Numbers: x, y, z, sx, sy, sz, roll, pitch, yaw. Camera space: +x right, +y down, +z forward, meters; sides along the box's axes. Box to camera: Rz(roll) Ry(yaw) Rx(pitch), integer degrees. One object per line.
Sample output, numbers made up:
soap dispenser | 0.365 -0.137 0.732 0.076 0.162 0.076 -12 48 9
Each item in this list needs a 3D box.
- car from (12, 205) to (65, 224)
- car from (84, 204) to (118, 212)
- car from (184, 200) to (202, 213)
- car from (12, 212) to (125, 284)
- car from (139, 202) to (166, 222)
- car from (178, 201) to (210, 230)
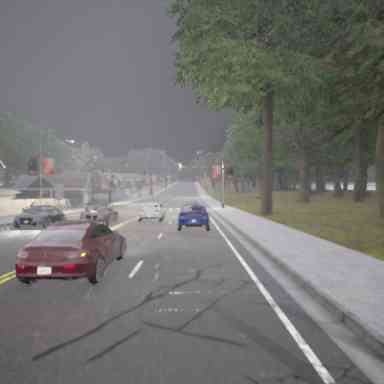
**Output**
car | -9.813 1.575 21.663 1.994 1.385 4.181 0 0 0
car | -6.549 1.583 23.700 1.994 1.385 4.181 0 0 0
car | 0.105 1.681 38.553 1.895 1.301 4.718 0 0 0
car | -3.148 1.518 9.383 1.812 1.442 4.674 0 0 0
car | -3.147 1.556 26.911 1.812 1.442 4.674 0 0 0
car | 0.103 1.488 21.121 1.882 1.535 5.008 0 0 0
